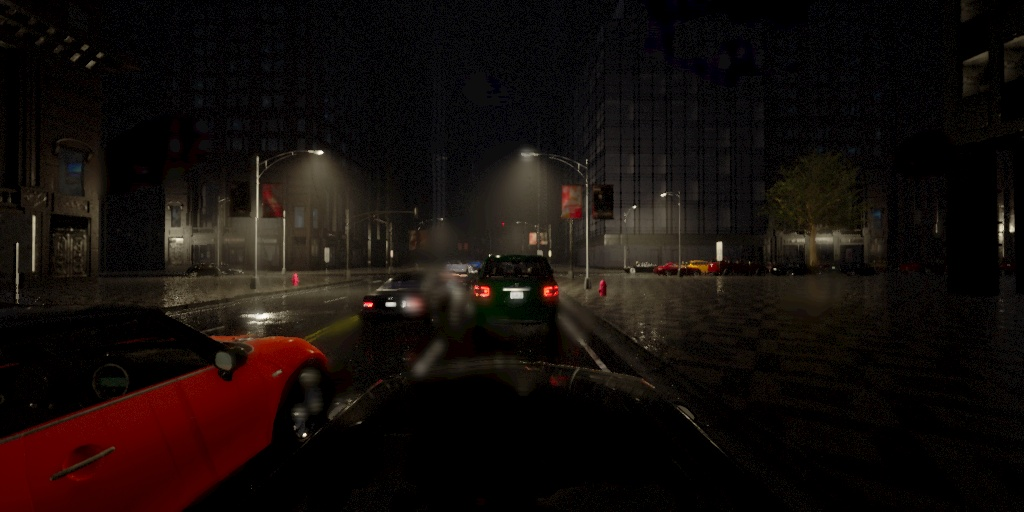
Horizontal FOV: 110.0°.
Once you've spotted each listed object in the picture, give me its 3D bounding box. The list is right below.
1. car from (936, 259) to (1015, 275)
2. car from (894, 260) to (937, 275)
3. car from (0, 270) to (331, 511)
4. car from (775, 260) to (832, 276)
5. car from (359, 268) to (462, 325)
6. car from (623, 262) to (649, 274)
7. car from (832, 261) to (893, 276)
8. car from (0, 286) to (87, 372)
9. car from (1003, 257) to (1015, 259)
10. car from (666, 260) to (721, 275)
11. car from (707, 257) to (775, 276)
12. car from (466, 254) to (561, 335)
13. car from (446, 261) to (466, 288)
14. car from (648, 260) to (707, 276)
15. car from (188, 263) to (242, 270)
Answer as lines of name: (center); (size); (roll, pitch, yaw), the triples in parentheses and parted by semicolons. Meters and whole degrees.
car: (43.559, 1.197, 33.761); (4.507, 1.381, 1.888); (0, 0, -1)
car: (42.570, 1.161, 36.377); (5.008, 1.535, 1.882); (0, -1, 0)
car: (-3.146, 1.103, 2.341); (2.097, 1.767, 4.553); (0, 0, 0)
car: (26.645, 1.258, 33.526); (4.313, 1.339, 1.948); (0, 0, -1)
car: (-3.120, 1.301, 11.754); (2.033, 1.411, 5.357); (0, 0, 0)
car: (15.253, 1.390, 41.894); (4.313, 1.339, 1.948); (0, 0, -1)
car: (32.282, 1.243, 33.604); (4.313, 1.339, 1.948); (0, 0, -1)
car: (-9.842, 1.312, 5.375); (1.994, 1.385, 4.181); (0, 0, 0)
car: (49.198, 0.956, 33.839); (5.009, 1.841, 2.192); (0, 0, -1)
car: (19.801, 1.256, 39.208); (5.008, 1.535, 1.882); (0, -1, -1)
car: (21.008, 1.024, 33.448); (5.009, 1.841, 2.192); (0, 0, -1)
car: (0.115, 0.974, 10.669); (2.150, 2.045, 5.566); (0, 0, 0)
car: (-3.121, 1.269, 21.491); (2.128, 1.511, 4.902); (0, 0, 0)
car: (15.369, 1.310, 33.370); (4.207, 1.307, 1.802); (0, 0, -1)
car: (-29.266, 1.443, 35.481); (4.892, 1.490, 1.837); (0, -1, 0)
